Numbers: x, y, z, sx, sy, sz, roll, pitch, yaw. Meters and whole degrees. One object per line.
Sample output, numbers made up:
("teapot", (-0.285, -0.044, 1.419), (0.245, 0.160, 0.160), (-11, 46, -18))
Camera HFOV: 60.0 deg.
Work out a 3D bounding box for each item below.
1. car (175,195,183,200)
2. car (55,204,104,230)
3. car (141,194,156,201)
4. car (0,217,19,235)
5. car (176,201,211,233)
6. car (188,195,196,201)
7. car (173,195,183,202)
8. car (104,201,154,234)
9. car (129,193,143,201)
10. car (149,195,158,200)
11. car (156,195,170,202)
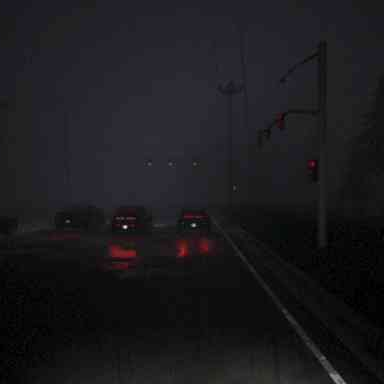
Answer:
("car", (-3.492, 1.481, 91.275), (1.882, 1.535, 5.008), (0, 0, 0))
("car", (-6.897, 1.491, 20.989), (1.882, 1.535, 5.008), (0, 0, 0))
("car", (-10.493, 1.648, 81.193), (1.895, 1.301, 4.718), (0, 0, 0))
("car", (-10.397, 1.612, 16.036), (1.895, 1.301, 4.718), (0, 0, 0))
("car", (0.103, 1.504, 19.647), (2.128, 1.511, 4.902), (0, 0, 0))
("car", (0.007, 1.578, 81.004), (2.128, 1.511, 4.902), (0, 0, 0))
("car", (-3.493, 1.648, 81.086), (1.895, 1.301, 4.718), (0, 0, 0))
("car", (-3.397, 1.518, 19.321), (1.837, 1.490, 4.892), (0, 0, 0))
("car", (-13.993, 1.408, 81.211), (2.097, 1.767, 4.553), (0, 0, 0))
("car", (-10.492, 1.604, 91.307), (1.895, 1.301, 4.718), (0, 0, 0))
("car", (-6.993, 1.648, 81.115), (1.895, 1.301, 4.718), (0, 0, 0))
